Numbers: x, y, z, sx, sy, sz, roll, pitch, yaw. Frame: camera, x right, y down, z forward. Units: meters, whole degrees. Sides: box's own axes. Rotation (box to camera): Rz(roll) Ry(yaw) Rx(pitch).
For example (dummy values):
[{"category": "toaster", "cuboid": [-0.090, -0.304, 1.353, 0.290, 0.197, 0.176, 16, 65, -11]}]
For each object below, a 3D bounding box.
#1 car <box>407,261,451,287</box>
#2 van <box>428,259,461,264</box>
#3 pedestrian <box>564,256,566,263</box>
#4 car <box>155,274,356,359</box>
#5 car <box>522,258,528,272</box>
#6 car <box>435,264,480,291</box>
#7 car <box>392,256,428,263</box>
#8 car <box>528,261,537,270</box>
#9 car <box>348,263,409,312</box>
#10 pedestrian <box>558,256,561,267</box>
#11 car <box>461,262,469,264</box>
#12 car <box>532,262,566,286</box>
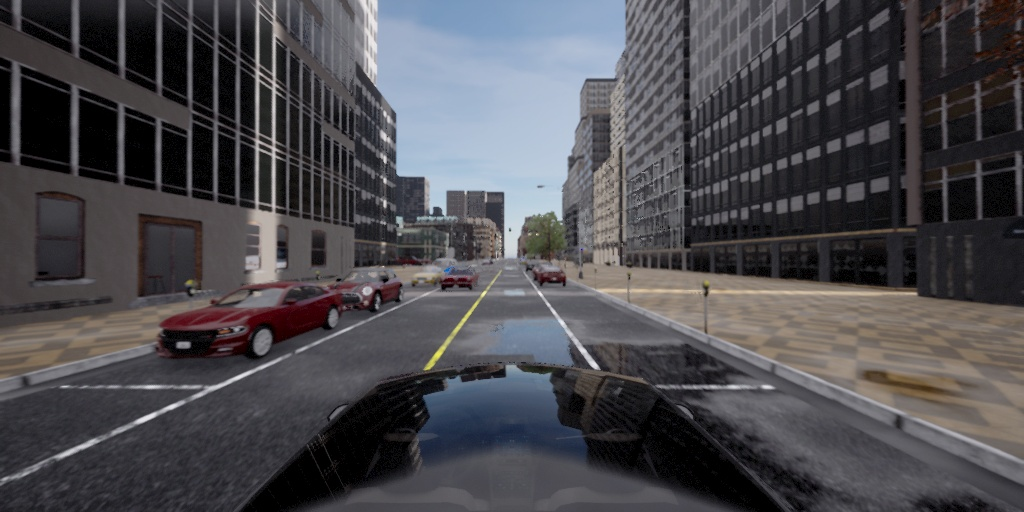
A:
[{"category": "car", "cuboid": [-5.687, 1.297, 24.905, 1.751, 1.417, 4.829, 0, 0, 0]}, {"category": "van", "cuboid": [-5.686, 1.117, 30.614, 1.690, 1.789, 3.998, 0, 0, 0]}, {"category": "pedestrian", "cuboid": [8.141, 0.965, 54.803, 0.375, 1.860, 0.375, 0, 0, 0]}, {"category": "car", "cuboid": [-5.689, 1.301, 8.457, 1.888, 1.381, 4.507, 0, 0, 0]}, {"category": "car", "cuboid": [2.695, 1.357, 47.231, 1.948, 1.339, 4.313, 0, 0, 0]}, {"category": "car", "cuboid": [-3.098, 1.369, 21.945, 1.895, 1.301, 4.718, 0, 0, 0]}, {"category": "car", "cuboid": [-17.153, 0.903, 60.321, 5.009, 1.841, 2.192, 0, 0, -1]}, {"category": "car", "cuboid": [2.694, 1.216, 30.613, 1.967, 1.591, 4.097, 0, 0, 0]}, {"category": "car", "cuboid": [-5.689, 1.201, 13.996, 1.967, 1.591, 4.097, 0, 0, 0]}, {"category": "pedestrian", "cuboid": [7.141, 0.948, 54.203, 0.375, 1.860, 0.375, 0, 0, 0]}, {"category": "car", "cuboid": [-5.685, 1.352, 41.692, 1.948, 1.339, 4.313, 0, 0, 0]}, {"category": "car", "cuboid": [2.693, 1.316, 25.074, 1.888, 1.381, 4.507, 0, 0, 0]}]
